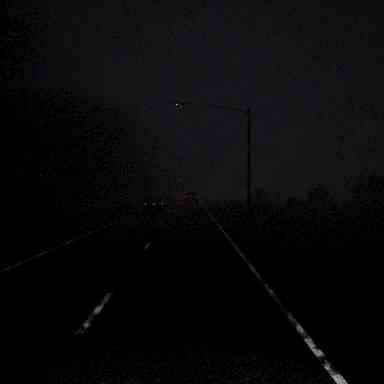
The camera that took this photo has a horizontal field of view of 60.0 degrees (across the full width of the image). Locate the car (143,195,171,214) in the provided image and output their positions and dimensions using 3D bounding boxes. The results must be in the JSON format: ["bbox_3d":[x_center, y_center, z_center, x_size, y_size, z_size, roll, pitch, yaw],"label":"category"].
[{"bbox_3d":[-3.507,1.149,32.611,2.097,1.767,4.553,0,0,0],"label":"car"}]

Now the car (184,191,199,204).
[{"bbox_3d":[-0.080,0.885,54.271,2.150,2.045,5.566,0,1,0],"label":"car"}]

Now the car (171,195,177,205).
[{"bbox_3d":[-3.521,1.180,52.489,1.837,1.490,4.892,0,0,0],"label":"car"}]

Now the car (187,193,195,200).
[{"bbox_3d":[-0.244,1.069,73.740,1.812,1.442,4.674,0,0,0],"label":"car"}]
